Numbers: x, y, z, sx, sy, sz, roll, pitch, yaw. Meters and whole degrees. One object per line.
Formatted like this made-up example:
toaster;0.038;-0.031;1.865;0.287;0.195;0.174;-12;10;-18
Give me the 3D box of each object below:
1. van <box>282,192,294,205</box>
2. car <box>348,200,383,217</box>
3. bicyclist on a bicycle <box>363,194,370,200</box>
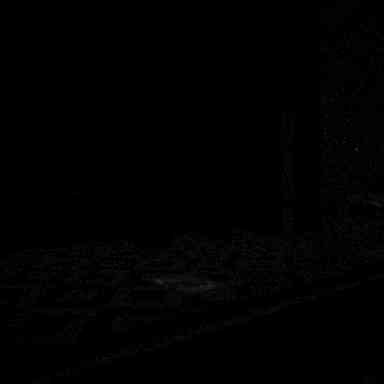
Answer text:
van;12.282;0.930;46.588;1.690;1.788;3.998;1;0;-36
car;14.846;1.367;28.314;2.008;1.369;4.403;1;0;-36
bicyclist on a bicycle;20.870;1.030;39.644;1.656;1.620;0.582;0;1;-36
